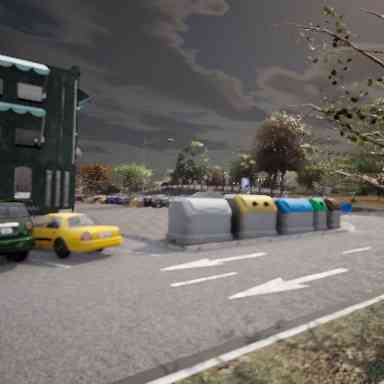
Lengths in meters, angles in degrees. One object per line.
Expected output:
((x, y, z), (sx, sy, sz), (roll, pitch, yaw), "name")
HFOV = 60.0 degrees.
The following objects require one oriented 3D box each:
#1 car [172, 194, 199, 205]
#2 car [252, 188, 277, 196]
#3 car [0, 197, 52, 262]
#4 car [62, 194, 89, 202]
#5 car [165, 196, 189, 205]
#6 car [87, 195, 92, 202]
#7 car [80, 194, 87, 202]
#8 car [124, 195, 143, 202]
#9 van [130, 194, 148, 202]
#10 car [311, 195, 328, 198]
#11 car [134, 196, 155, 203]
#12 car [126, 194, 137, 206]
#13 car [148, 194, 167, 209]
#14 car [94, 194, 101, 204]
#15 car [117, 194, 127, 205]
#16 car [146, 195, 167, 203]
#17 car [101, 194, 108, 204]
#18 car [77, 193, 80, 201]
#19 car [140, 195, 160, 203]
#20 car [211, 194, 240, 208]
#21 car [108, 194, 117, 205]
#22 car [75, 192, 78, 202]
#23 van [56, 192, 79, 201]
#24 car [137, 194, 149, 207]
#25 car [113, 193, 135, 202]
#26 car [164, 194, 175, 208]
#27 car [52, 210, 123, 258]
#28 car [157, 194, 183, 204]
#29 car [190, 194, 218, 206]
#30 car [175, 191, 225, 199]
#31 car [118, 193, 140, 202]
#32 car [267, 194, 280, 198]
((-1.234, 1.518, 65.729), (2.435, 2.045, 5.566), (1, -2, 35), "car")
((12.618, 0.008, 58.030), (1.837, 1.490, 4.892), (2, 3, -34), "car")
((-7.324, 1.207, 10.724), (5.566, 2.045, 2.435), (-1, -1, 35), "car")
((-24.034, 1.209, 68.910), (2.231, 1.521, 4.892), (1, -1, 35), "car")
((-3.049, 1.760, 68.076), (1.946, 1.575, 5.366), (1, -2, 35), "car")
((-13.909, 1.204, 54.324), (2.097, 1.535, 5.008), (1, -1, 35), "car")
((-15.693, 1.198, 56.597), (1.946, 1.575, 5.366), (1, -1, 35), "car")
((-14.979, 1.650, 85.633), (2.185, 1.767, 4.553), (1, -2, 35), "car")
((-13.212, 1.553, 83.228), (1.878, 1.987, 4.442), (1, -2, 35), "van")
((16.032, 1.513, 40.954), (2.435, 2.045, 5.566), (1, -2, 35), "car")
((-11.554, 1.775, 80.645), (2.231, 1.521, 4.892), (1, -2, 35), "car")
((-5.371, 1.201, 42.322), (1.946, 1.575, 5.366), (0, -1, 35), "car")
((-2.100, 1.200, 37.303), (2.231, 1.521, 4.892), (0, -1, 35), "car")
((-12.319, 1.197, 51.735), (1.946, 1.575, 5.366), (1, -1, 35), "car")
((-7.156, 1.202, 44.593), (2.231, 1.521, 4.892), (0, -1, 35), "car")
((-8.130, 1.646, 75.658), (2.185, 1.767, 4.553), (1, -2, 35), "car")
((-10.525, 1.202, 49.455), (2.097, 1.535, 5.008), (0, -1, 35), "car")
((-17.272, 1.235, 59.209), (2.163, 1.488, 4.792), (0, -1, 35), "car")
((-9.864, 1.646, 78.141), (2.185, 1.767, 4.553), (1, -2, 35), "car")
((5.669, 1.515, 55.797), (2.435, 2.045, 5.566), (1, -2, 35), "car")
((-8.857, 1.231, 47.002), (2.163, 1.488, 4.792), (1, -1, 35), "car")
((-22.360, 1.081, 66.451), (2.185, 1.767, 4.553), (0, -1, 35), "car")
((-27.467, 0.980, 73.670), (1.878, 1.987, 4.442), (1, -1, 35), "van")
((-3.802, 1.073, 39.714), (2.185, 1.767, 4.553), (0, -1, 35), "car")
((-18.439, 1.523, 90.606), (2.435, 2.045, 5.566), (1, -2, 35), "car")
((-0.410, 1.238, 34.876), (2.002, 1.452, 4.674), (1, -1, 35), "car")
((-4.983, 1.453, 12.564), (5.366, 1.575, 1.946), (-1, 0, 35), "car")
((-4.643, 1.522, 70.743), (2.435, 2.045, 5.566), (1, -2, 35), "car")
((2.255, 1.519, 60.813), (2.435, 2.045, 5.566), (1, -2, 35), "car")
((1.273, 0.946, 32.422), (2.435, 2.045, 5.566), (1, -1, 35), "car")
((-16.728, 1.521, 88.069), (2.435, 2.045, 5.566), (1, -2, 35), "car")
((12.553, 1.637, 45.865), (2.185, 1.767, 4.553), (1, -2, 35), "car")
